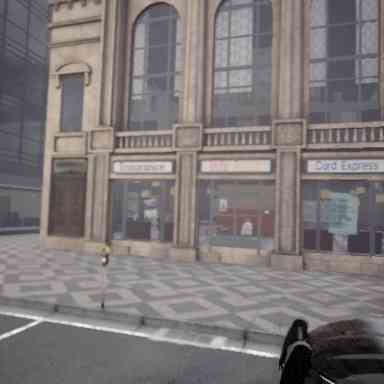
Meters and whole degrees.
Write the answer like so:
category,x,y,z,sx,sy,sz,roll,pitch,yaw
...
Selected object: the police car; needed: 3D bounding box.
category,x,y,z,sx,sy,sz,roll,pitch,yaw
police car,3.491,1.739,2.990,5.238,1.638,1.930,1,-3,17
